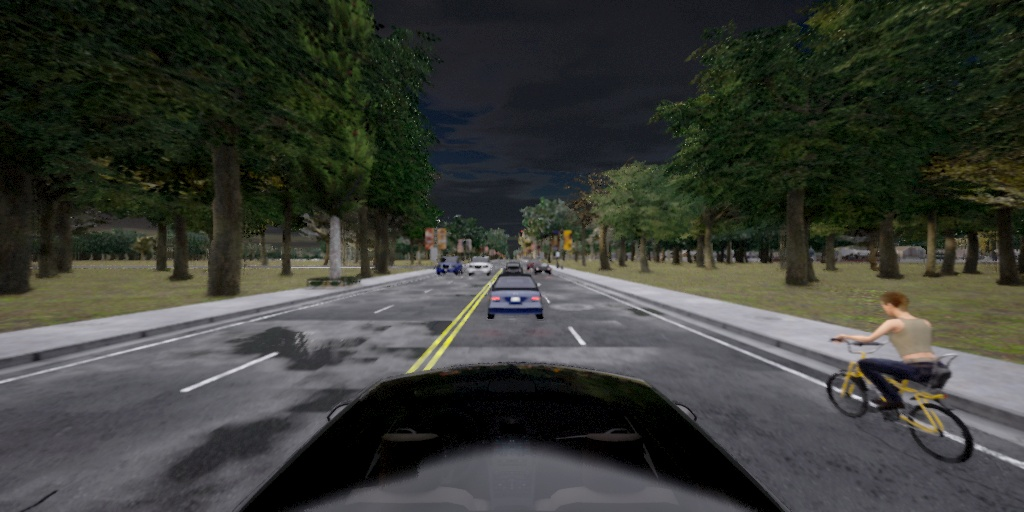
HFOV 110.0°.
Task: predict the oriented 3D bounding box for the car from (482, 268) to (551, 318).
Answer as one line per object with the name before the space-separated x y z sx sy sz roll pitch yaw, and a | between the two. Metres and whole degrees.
car | 0.103 1.323 13.028 2.033 1.411 5.357 0 0 0

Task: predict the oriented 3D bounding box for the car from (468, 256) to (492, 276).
car | -3.338 1.057 38.032 2.150 2.045 5.566 0 0 0

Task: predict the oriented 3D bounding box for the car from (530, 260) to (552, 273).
car | 3.361 1.441 40.831 1.895 1.301 4.718 0 0 0

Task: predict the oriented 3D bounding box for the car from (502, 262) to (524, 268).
car | 0.106 1.327 33.503 1.837 1.490 4.892 0 0 0

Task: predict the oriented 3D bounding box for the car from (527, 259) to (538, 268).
car | 3.323 1.229 54.683 2.097 1.767 4.553 0 0 0

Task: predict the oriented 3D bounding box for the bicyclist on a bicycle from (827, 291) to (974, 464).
bicyclist on a bicycle | 4.163 1.191 3.985 0.866 1.612 1.509 0 0 0

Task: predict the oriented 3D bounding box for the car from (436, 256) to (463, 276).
car | -6.585 1.059 38.387 2.150 2.045 5.566 0 0 0
